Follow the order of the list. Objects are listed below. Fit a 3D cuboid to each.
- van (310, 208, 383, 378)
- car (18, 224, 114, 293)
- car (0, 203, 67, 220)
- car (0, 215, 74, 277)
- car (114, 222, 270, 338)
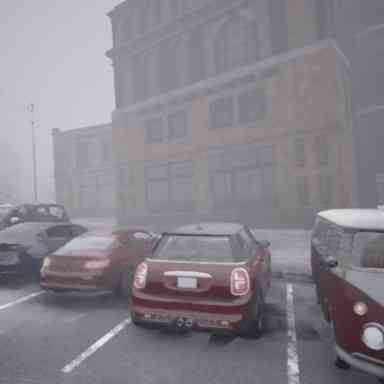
[{"bbox_3d":[2.920,1.277,5.215,1.878,1.987,4.442,0,-1,16],"label":"van"},{"bbox_3d":[-1.925,1.634,8.801,2.002,1.452,4.674,-1,-1,16],"label":"car"},{"bbox_3d":[-6.786,1.455,12.272,2.435,2.045,5.566,-1,-1,16],"label":"car"},{"bbox_3d":[-4.349,1.677,10.578,2.163,1.488,4.792,-1,-1,16],"label":"car"},{"bbox_3d":[0.498,1.421,7.038,2.185,1.767,4.553,-1,-1,16],"label":"car"}]
